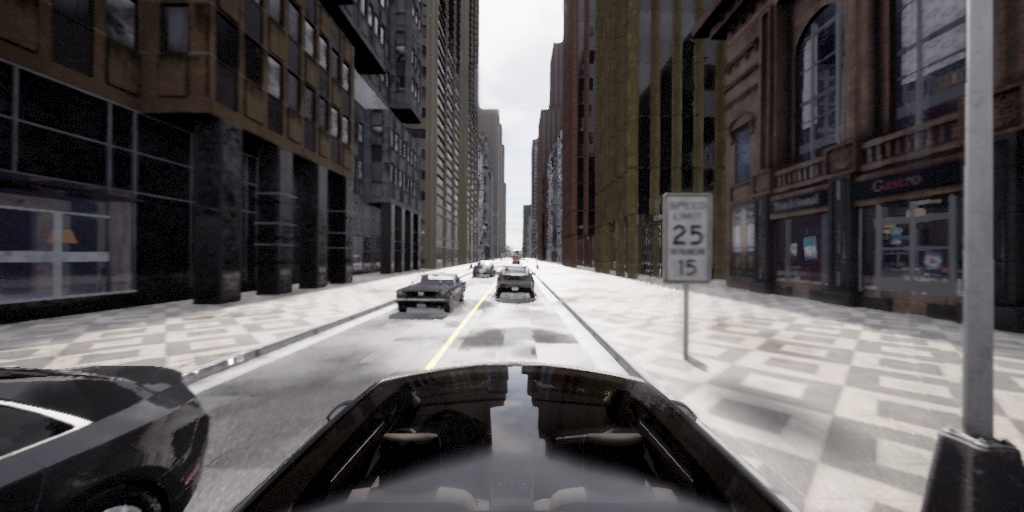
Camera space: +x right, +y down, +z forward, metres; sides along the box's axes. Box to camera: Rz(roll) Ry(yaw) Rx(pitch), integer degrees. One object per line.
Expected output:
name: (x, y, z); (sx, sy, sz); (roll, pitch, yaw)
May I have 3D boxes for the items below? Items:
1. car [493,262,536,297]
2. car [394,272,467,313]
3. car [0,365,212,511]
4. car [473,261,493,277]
car: (0.176, 1.262, 18.863); (1.837, 1.490, 4.892); (0, 0, 1)
car: (-2.980, 1.332, 14.046); (1.895, 1.301, 4.718); (0, 0, 1)
car: (-3.141, 1.233, 0.533); (1.837, 1.490, 4.892); (0, 0, 2)
car: (-2.655, 1.227, 34.573); (2.128, 1.511, 4.902); (0, 0, 1)
